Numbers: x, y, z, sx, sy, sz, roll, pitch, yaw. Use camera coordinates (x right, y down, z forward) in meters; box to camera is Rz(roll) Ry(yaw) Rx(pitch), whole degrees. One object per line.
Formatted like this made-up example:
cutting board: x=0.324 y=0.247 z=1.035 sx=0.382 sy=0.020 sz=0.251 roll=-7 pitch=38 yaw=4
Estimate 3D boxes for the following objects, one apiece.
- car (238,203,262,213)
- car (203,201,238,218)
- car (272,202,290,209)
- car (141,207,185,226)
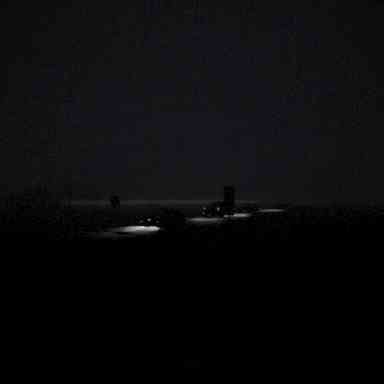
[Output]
car: x=7.862 y=2.166 z=45.263 sx=1.895 sy=1.301 sz=4.718 roll=-1 pitch=-1 yaw=30
car: x=2.900 y=1.813 z=36.295 sx=2.097 sy=1.767 sz=4.553 roll=-1 pitch=-1 yaw=29
car: x=15.659 y=2.370 z=58.449 sx=1.895 sy=1.301 sz=4.718 roll=-1 pitch=-1 yaw=31
car: x=-2.261 y=1.919 z=26.573 sx=1.994 sy=1.385 sz=4.181 roll=-1 pitch=-1 yaw=28
